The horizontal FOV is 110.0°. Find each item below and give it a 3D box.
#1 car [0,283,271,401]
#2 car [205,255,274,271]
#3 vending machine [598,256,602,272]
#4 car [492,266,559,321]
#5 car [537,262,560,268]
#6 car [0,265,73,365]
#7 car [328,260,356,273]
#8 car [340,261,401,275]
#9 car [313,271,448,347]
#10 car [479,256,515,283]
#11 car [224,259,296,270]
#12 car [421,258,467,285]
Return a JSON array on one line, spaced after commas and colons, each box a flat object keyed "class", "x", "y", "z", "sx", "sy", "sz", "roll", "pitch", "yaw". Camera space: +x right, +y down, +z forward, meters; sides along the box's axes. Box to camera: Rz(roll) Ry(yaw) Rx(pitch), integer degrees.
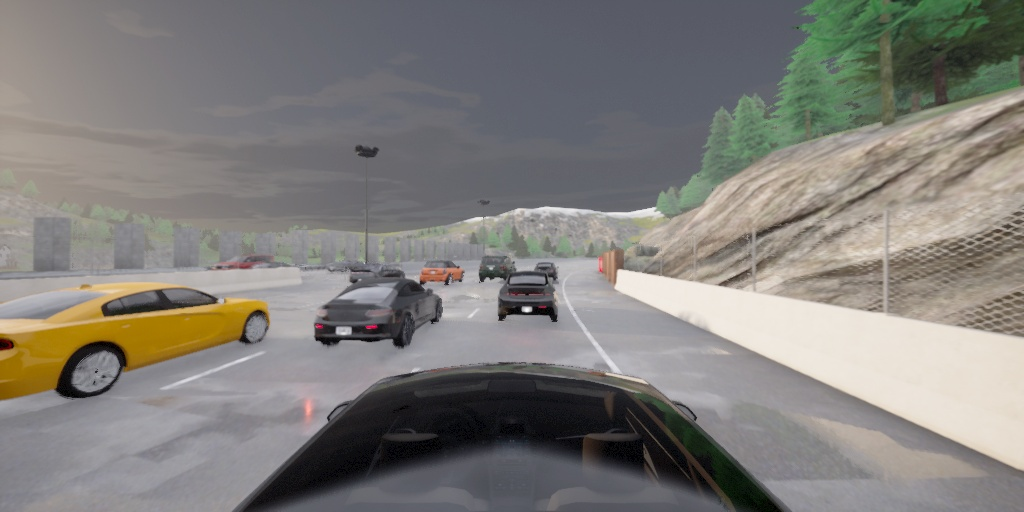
[{"class": "car", "x": -6.739, "y": 1.215, "z": 6.517, "sx": 1.882, "sy": 1.535, "sz": 5.008, "roll": 0, "pitch": 0, "yaw": 2}, {"class": "car", "x": -25.137, "y": 0.935, "z": 33.956, "sx": 2.150, "sy": 2.045, "sz": 5.566, "roll": 0, "pitch": 0, "yaw": 10}, {"class": "vending machine", "x": 11.480, "y": 1.020, "z": 45.731, "sx": 1.100, "sy": 2.100, "sz": 0.880, "roll": 0, "pitch": 0, "yaw": 16}, {"class": "car", "x": 0.587, "y": 1.267, "z": 12.567, "sx": 1.837, "sy": 1.490, "sz": 4.892, "roll": 0, "pitch": 0, "yaw": 4}, {"class": "car", "x": 2.955, "y": 1.292, "z": 30.858, "sx": 1.837, "sy": 1.490, "sz": 4.892, "roll": 0, "pitch": 0, "yaw": 10}, {"class": "car", "x": -10.267, "y": 1.079, "z": 5.240, "sx": 2.097, "sy": 1.767, "sz": 4.553, "roll": 0, "pitch": 0, "yaw": 1}, {"class": "car", "x": -19.747, "y": 1.231, "z": 42.793, "sx": 2.128, "sy": 1.511, "sz": 4.902, "roll": 0, "pitch": 0, "yaw": 13}, {"class": "car", "x": -8.801, "y": 1.241, "z": 23.804, "sx": 2.128, "sy": 1.511, "sz": 4.902, "roll": 0, "pitch": 0, "yaw": 7}, {"class": "car", "x": -3.138, "y": 1.275, "z": 9.192, "sx": 1.812, "sy": 1.442, "sz": 4.674, "roll": 0, "pitch": 0, "yaw": 2}, {"class": "car", "x": -1.069, "y": 0.995, "z": 28.313, "sx": 2.150, "sy": 2.045, "sz": 5.566, "roll": 0, "pitch": 0, "yaw": 9}, {"class": "car", "x": -19.039, "y": 1.204, "z": 27.890, "sx": 1.882, "sy": 1.535, "sz": 5.008, "roll": 0, "pitch": 0, "yaw": 9}, {"class": "car", "x": -4.949, "y": 1.113, "z": 25.950, "sx": 2.097, "sy": 1.767, "sz": 4.553, "roll": 0, "pitch": 0, "yaw": 8}]
